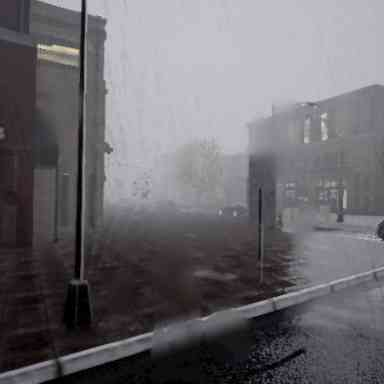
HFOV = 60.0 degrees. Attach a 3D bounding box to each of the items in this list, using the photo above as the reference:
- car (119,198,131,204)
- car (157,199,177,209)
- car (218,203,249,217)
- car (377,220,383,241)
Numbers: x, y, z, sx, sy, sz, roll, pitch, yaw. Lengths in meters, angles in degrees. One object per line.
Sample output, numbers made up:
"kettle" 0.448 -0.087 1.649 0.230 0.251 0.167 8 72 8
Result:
"car" -13.656 1.799 67.809 1.802 1.307 4.206 1 -1 -27
"car" -3.708 1.730 48.072 1.887 1.381 4.507 1 -1 -27
"car" 4.175 1.711 32.496 2.008 1.369 4.403 1 -1 -27
"car" 10.298 1.414 14.285 2.097 1.767 4.553 0 -1 -13
